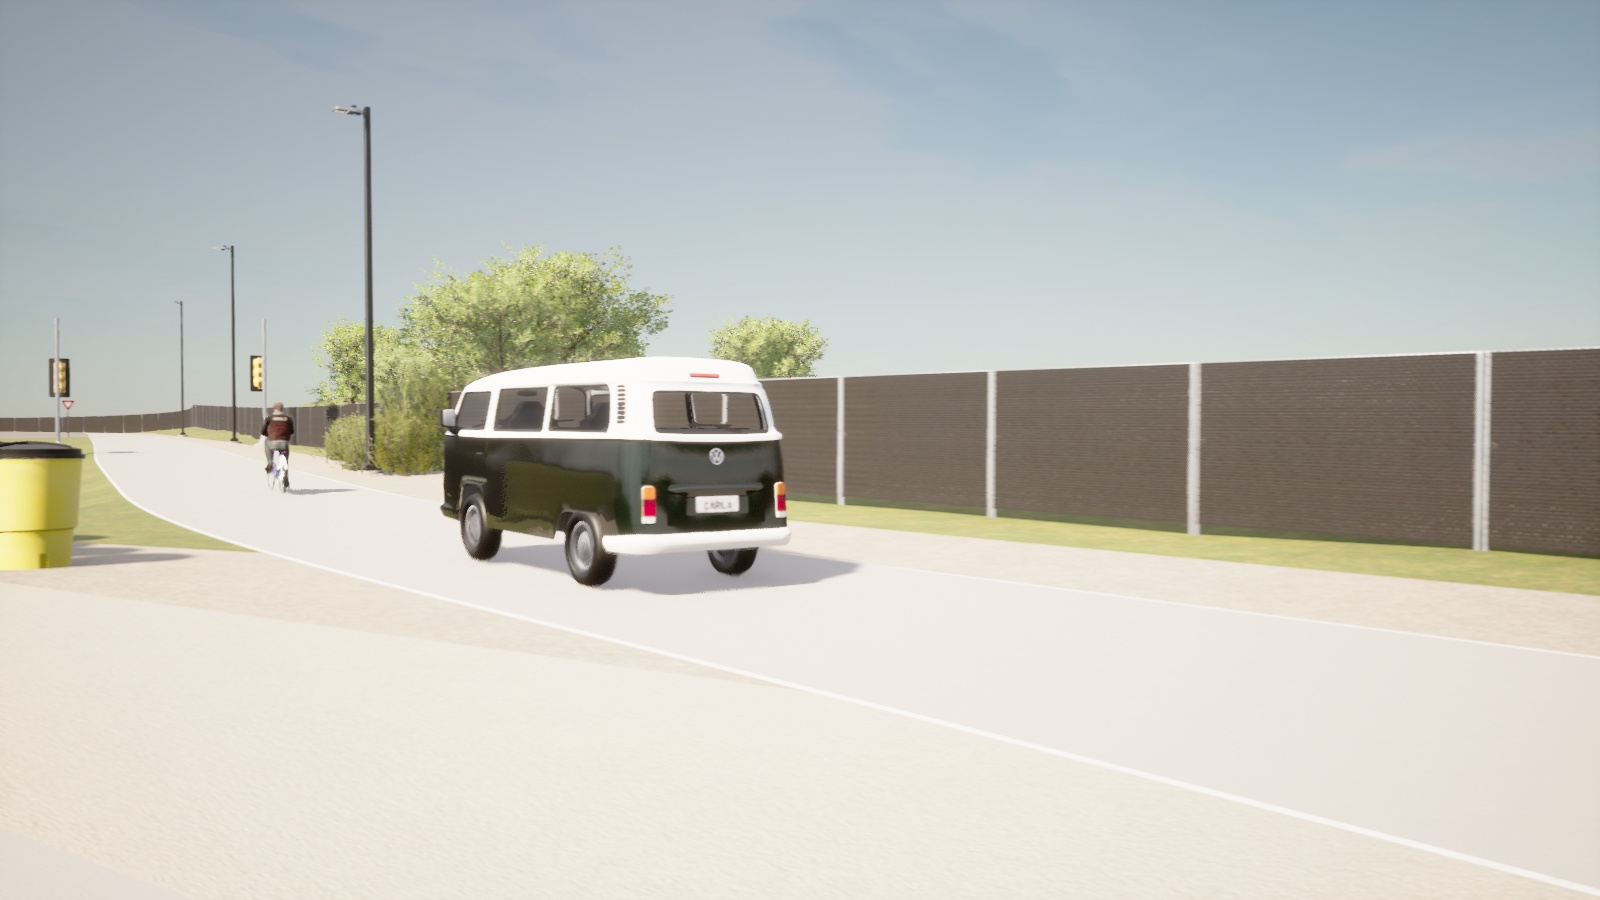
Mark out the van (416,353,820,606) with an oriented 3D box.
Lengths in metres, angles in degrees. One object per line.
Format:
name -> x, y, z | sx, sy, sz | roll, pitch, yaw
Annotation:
van -> -2.000, 0.187, 12.525 | 2.069, 2.038, 4.480 | -2, 2, -37

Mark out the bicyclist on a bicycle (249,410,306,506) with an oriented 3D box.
bicyclist on a bicycle -> -10.080, 0.131, 24.188 | 0.659, 1.776, 1.843 | -2, 2, -33
